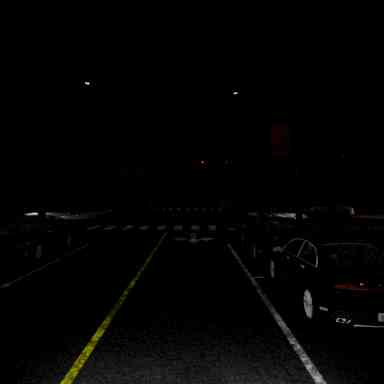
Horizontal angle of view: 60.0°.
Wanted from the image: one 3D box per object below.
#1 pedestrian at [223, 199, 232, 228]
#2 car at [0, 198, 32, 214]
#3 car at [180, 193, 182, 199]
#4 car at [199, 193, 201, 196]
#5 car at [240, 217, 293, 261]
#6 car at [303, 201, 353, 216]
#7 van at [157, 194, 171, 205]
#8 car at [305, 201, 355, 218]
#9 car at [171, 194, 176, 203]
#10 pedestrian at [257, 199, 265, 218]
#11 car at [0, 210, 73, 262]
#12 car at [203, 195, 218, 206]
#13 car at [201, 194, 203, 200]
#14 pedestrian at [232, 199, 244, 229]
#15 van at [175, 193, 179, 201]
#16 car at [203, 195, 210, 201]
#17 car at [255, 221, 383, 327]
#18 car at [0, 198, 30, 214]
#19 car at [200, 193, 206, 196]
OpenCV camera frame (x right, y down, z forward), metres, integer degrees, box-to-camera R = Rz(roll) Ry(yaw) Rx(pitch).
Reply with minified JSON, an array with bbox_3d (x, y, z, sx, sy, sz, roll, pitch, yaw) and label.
[{"bbox_3d":[2.092,1.297,20.396,0.375,1.860,0.375,0,0,0],"label":"pedestrian"},{"bbox_3d":[-17.378,1.282,30.798,4.181,1.385,1.994,1,0,0],"label":"car"},{"bbox_3d":[-4.736,1.355,92.802,2.192,1.841,5.009,0,0,1],"label":"car"},{"bbox_3d":[3.788,1.479,92.685,1.967,1.590,4.097,0,0,1],"label":"car"},{"bbox_3d":[2.825,1.552,11.916,2.008,1.369,4.403,0,0,0],"label":"car"},{"bbox_3d":[15.150,1.822,37.224,4.892,1.490,1.837,1,0,0],"label":"car"},{"bbox_3d":[-5.210,1.361,59.730,1.690,1.788,3.998,0,0,1],"label":"van"},{"bbox_3d":[14.071,1.817,33.964,4.674,1.442,1.812,1,0,1],"label":"car"},{"bbox_3d":[-5.052,1.592,70.754,1.947,1.339,4.313,0,0,1],"label":"car"},{"bbox_3d":[3.976,1.297,19.183,0.375,1.860,0.375,0,0,0],"label":"pedestrian"},{"bbox_3d":[-5.700,1.552,11.964,2.008,1.369,4.403,0,0,0],"label":"car"},{"bbox_3d":[3.235,1.568,54.098,2.008,1.369,4.403,0,0,1],"label":"car"},{"bbox_3d":[3.393,1.573,65.123,2.008,1.369,4.403,0,0,1],"label":"car"},{"bbox_3d":[2.751,1.297,19.794,0.375,1.860,0.375,0,0,0],"label":"pedestrian"},{"bbox_3d":[-4.894,1.374,81.778,1.690,1.788,3.998,0,0,1],"label":"van"},{"bbox_3d":[3.711,1.561,87.343,1.752,1.417,4.829,0,0,1],"label":"car"},{"bbox_3d":[2.799,1.551,6.924,2.008,1.369,4.403,0,0,0],"label":"car"},{"bbox_3d":[-16.617,1.217,27.537,4.902,1.511,2.128,1,0,1],"label":"car"},{"bbox_3d":[3.472,1.341,70.635,2.192,1.841,5.009,0,0,1],"label":"car"}]
